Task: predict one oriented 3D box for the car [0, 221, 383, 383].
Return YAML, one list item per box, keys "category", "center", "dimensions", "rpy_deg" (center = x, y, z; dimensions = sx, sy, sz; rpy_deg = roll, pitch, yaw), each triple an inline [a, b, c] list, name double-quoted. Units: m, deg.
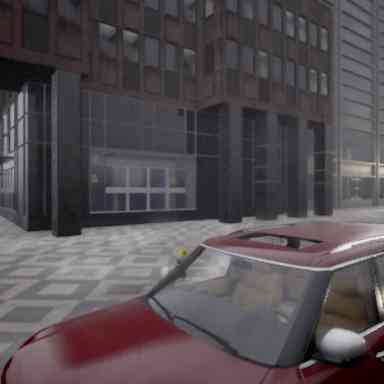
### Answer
- category: "car"
  center: [0.921, 1.304, 3.184]
  dimensions: [5.009, 1.841, 2.192]
  rpy_deg: [0, 0, -35]
